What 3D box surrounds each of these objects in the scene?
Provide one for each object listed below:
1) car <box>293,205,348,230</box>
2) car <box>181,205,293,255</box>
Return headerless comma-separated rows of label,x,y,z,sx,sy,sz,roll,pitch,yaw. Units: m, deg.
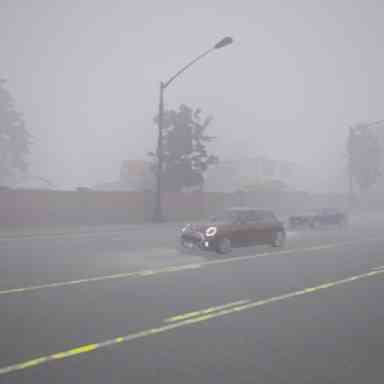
car,8.872,1.698,23.221,5.008,1.535,1.882,1,0,-36
car,1.768,1.453,13.854,4.553,1.767,2.097,1,0,-36
